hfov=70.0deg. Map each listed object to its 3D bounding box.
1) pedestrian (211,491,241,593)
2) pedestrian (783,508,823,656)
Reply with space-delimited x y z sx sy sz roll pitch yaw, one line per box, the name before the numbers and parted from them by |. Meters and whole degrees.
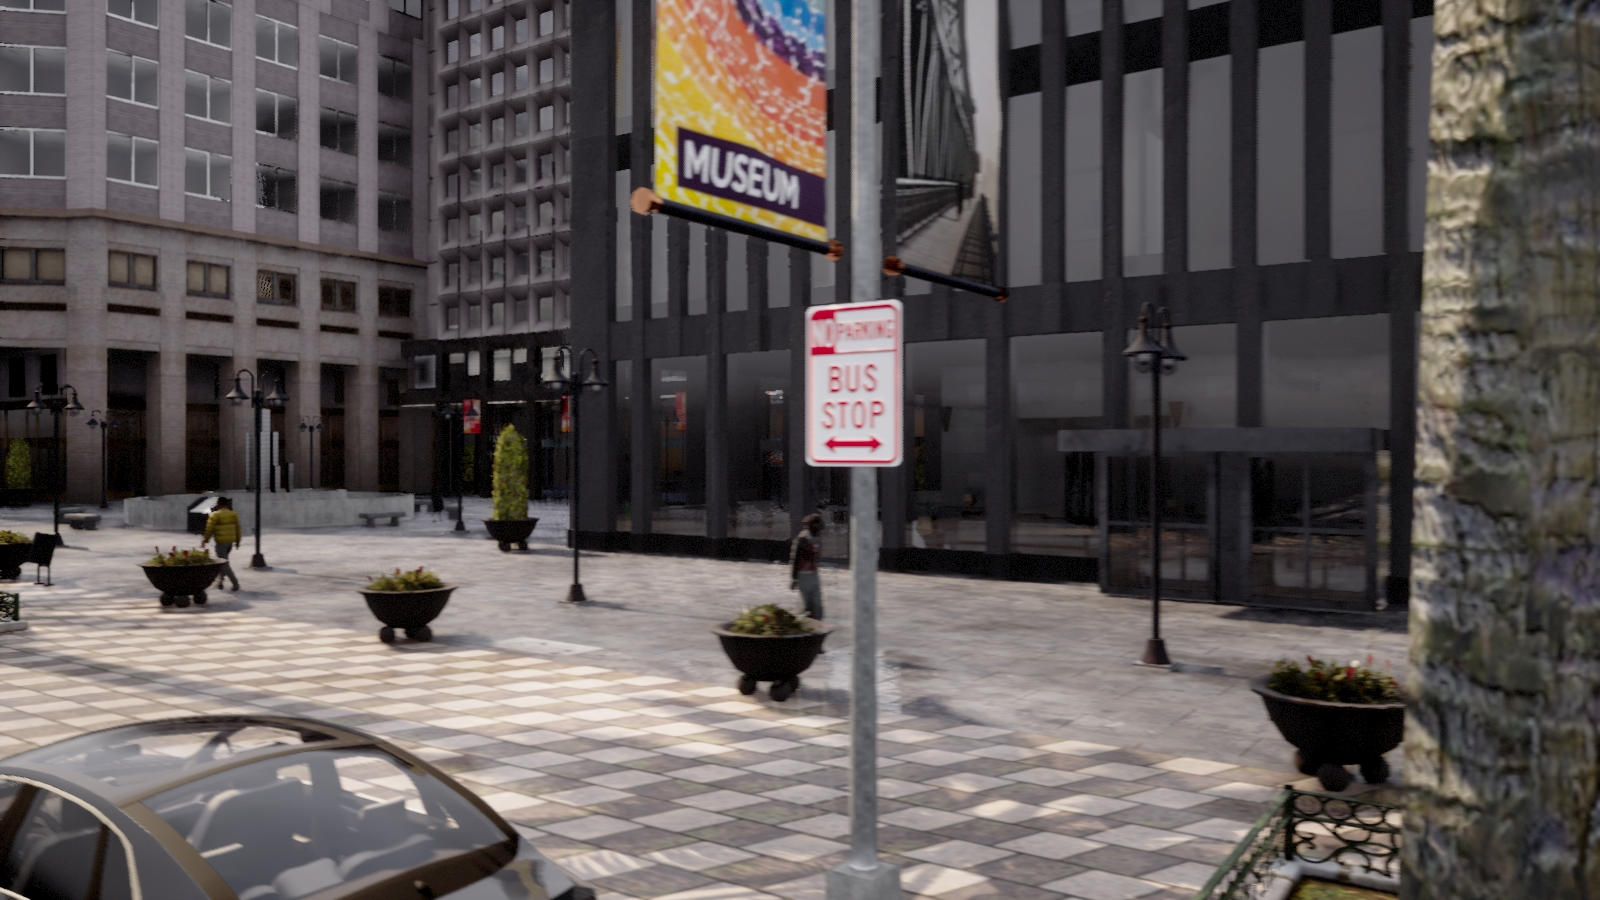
pedestrian | -10.653 1.698 21.198 0.375 1.860 0.375 0 0 35
pedestrian | 0.037 1.704 14.878 0.375 1.860 0.375 0 0 37
